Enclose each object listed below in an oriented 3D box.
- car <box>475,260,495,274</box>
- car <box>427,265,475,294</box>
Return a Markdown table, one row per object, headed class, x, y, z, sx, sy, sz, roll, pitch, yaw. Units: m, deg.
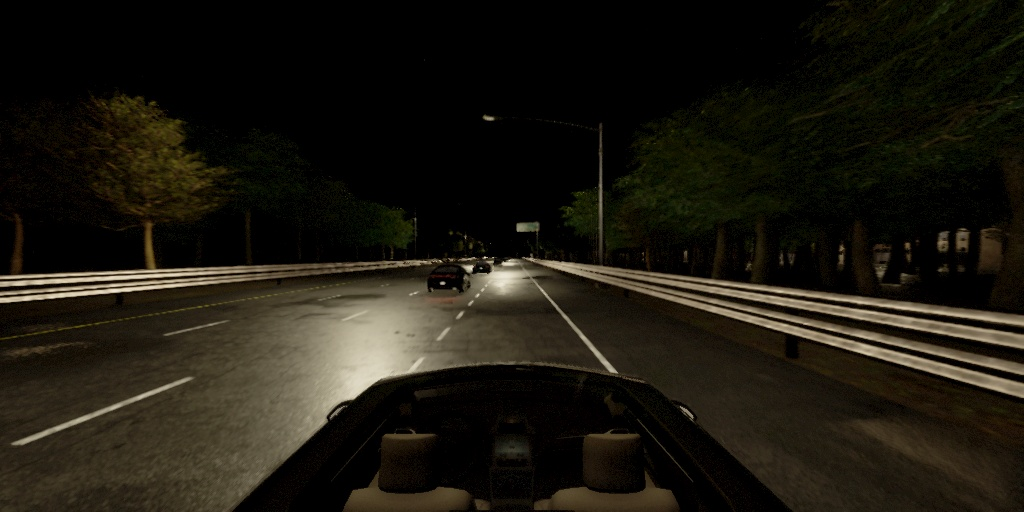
| class | x | y | z | sx | sy | sz | roll | pitch | yaw |
| --- | --- | --- | --- | --- | --- | --- | --- | --- | --- |
| car | -3.434 | 1.346 | 41.697 | 1.994 | 1.385 | 4.181 | 0 | 0 | 0 |
| car | -3.491 | 1.238 | 20.557 | 1.882 | 1.535 | 5.008 | 0 | 0 | 0 |
